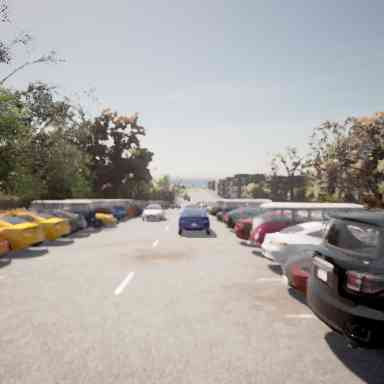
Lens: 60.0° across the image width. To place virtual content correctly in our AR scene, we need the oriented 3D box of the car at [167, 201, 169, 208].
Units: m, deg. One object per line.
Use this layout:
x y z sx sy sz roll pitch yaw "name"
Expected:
-8.483 3.273 77.038 4.792 1.488 2.163 0 -2 0 "car"

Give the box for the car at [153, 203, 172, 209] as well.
-8.249 3.855 93.640 5.366 1.575 1.946 0 -2 0 "car"

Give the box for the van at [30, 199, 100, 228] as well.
-8.633 1.538 21.681 4.442 1.987 1.878 0 -1 0 "van"

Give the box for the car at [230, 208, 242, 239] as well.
4.552 1.686 15.937 5.008 1.535 2.097 0 -1 0 "car"

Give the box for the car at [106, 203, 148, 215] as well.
-8.485 2.256 43.813 5.008 1.535 2.097 0 -2 0 "car"

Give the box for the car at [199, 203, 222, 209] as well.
4.444 3.332 79.739 5.366 1.575 1.946 0 -2 0 "car"

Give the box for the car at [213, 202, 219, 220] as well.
4.544 1.902 29.822 4.792 1.488 2.163 0 -1 0 "car"

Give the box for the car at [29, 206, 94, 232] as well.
-8.513 1.728 18.908 4.892 1.521 2.231 0 -1 0 "car"

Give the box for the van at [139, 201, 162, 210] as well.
-8.579 2.765 68.742 4.442 1.987 1.878 0 -2 0 "van"

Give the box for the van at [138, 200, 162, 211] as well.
-8.349 2.683 65.972 4.442 1.987 1.878 0 -2 0 "van"

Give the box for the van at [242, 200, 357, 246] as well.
4.438 1.423 13.164 4.442 1.987 1.878 0 -1 0 "van"

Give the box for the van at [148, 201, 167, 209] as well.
-8.564 3.207 82.454 4.442 1.987 1.878 0 -2 0 "van"

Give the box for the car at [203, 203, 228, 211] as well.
4.643 2.935 65.871 4.792 1.488 2.163 0 -2 0 "car"

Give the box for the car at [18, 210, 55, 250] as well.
-8.520 1.651 13.243 5.008 1.535 2.097 0 -1 0 "car"

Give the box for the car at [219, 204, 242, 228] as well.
4.565 1.838 24.264 4.674 1.452 2.002 0 -1 0 "car"

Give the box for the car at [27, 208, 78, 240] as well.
-8.517 1.690 16.138 5.008 1.535 2.097 0 -1 0 "car"

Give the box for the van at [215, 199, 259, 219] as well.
4.696 1.780 35.354 4.442 1.987 1.878 0 -2 0 "van"

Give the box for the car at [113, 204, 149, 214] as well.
-8.485 2.377 46.582 4.674 1.452 2.002 0 -2 0 "car"

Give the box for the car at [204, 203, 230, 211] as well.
4.640 2.853 63.097 4.792 1.488 2.163 0 -2 0 "car"

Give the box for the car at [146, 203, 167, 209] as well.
-8.479 3.363 79.675 4.792 1.488 2.163 0 -2 0 "car"

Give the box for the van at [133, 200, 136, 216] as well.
-8.617 1.785 35.513 4.442 1.987 1.878 0 -2 0 "van"

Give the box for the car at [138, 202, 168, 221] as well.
-3.560 1.947 31.395 1.812 1.442 4.674 0 -1 0 "car"

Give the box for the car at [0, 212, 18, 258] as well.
-8.497 1.490 10.599 4.553 1.767 2.185 0 -1 0 "car"

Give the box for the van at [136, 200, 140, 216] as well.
-8.614 1.863 38.157 4.442 1.987 1.878 0 -2 0 "van"

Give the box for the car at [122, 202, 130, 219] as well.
-8.511 1.875 29.987 5.008 1.535 2.097 0 -1 0 "car"

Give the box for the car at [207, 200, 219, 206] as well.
4.548 1.673 32.580 5.566 2.045 2.435 0 -2 0 "car"

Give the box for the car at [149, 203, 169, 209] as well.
-8.416 3.570 85.336 4.792 1.488 2.163 0 -2 0 "car"

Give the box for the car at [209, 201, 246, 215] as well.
4.620 2.125 43.676 4.553 1.767 2.185 0 -2 0 "car"

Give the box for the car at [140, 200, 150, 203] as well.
-8.466 1.919 40.927 5.566 2.045 2.435 0 -2 0 "car"

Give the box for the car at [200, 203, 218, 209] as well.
4.636 3.751 90.833 4.892 1.521 2.231 0 -2 0 "car"

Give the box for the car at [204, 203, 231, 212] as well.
4.637 2.771 60.321 4.792 1.488 2.163 0 -2 0 "car"

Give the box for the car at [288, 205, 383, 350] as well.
4.574 1.286 4.837 5.566 2.045 2.435 0 -1 0 "car"

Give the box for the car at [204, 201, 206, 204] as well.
4.781 2.412 49.222 5.366 1.575 1.946 0 -2 0 "car"

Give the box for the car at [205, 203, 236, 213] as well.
4.595 2.579 54.773 4.892 1.521 2.231 0 -2 0 "car"

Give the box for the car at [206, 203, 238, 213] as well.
4.605 2.497 51.998 4.892 1.521 2.231 0 -2 0 "car"

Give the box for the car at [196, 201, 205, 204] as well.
0.143 2.087 38.179 1.882 1.535 5.008 0 -2 0 "car"

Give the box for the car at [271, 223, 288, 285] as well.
4.519 1.604 7.609 4.792 1.488 2.163 0 -1 0 "car"

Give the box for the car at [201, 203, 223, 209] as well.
4.818 3.427 82.390 5.366 1.575 1.946 0 -2 0 "car"

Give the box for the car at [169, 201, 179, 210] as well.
-3.418 3.161 72.834 1.994 1.385 4.181 0 -2 0 "car"

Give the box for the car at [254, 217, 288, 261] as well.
4.549 1.652 10.384 4.674 1.452 2.002 0 -1 0 "car"

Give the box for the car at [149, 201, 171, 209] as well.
-8.470 3.395 88.115 5.566 2.045 2.435 0 -2 0 "car"

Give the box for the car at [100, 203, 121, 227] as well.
-8.328 1.798 24.449 5.366 1.575 1.946 0 -1 0 "car"

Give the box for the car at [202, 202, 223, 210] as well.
4.592 3.028 74.199 4.553 1.767 2.185 0 -2 0 "car"

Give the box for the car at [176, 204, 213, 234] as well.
0.124 1.757 21.400 1.882 1.535 5.008 0 -1 0 "car"

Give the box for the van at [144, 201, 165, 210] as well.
-8.348 2.931 74.295 4.442 1.987 1.878 0 -2 0 "van"

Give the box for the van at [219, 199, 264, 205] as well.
4.687 1.609 27.044 4.442 1.987 1.878 0 -1 0 "van"

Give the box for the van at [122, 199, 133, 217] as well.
-8.387 1.700 32.611 4.442 1.987 1.878 0 -1 0 "van"

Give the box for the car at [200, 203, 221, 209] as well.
4.824 3.641 88.059 5.366 1.575 1.946 0 -2 0 "car"

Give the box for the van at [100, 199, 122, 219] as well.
-8.392 1.612 27.220 4.442 1.987 1.878 0 -1 0 "van"
